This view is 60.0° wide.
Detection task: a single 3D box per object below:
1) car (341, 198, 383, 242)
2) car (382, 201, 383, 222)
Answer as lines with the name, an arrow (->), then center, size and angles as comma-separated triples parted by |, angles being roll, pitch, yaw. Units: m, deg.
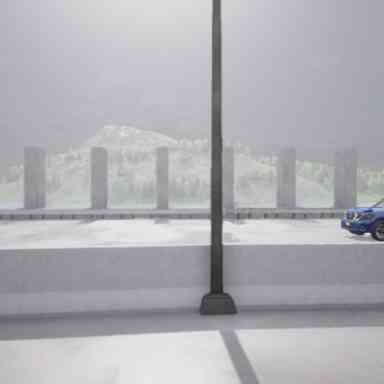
car -> 9.990, 1.131, 15.545 | 5.566, 2.045, 2.150 | 0, 0, -2
car -> 15.844, 1.390, 22.797 | 4.674, 1.442, 1.812 | 0, 0, -3
